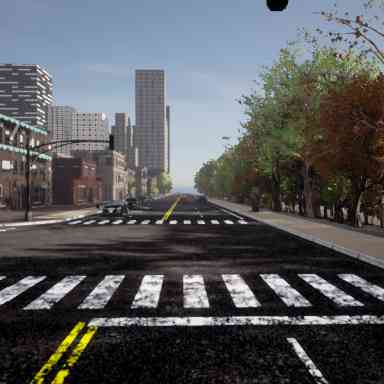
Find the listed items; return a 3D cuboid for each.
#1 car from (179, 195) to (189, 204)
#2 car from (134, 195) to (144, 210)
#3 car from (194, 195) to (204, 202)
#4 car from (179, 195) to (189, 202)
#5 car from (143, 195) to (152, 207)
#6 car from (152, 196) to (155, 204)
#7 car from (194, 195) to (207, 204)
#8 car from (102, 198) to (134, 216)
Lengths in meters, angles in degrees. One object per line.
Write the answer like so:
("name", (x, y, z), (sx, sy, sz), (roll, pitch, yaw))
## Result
("car", (-1.516, 1.537, 62.749), (1.994, 1.385, 4.181), (0, 0, -1))
("car", (-7.600, 1.488, 42.022), (1.837, 1.490, 4.892), (0, 0, -1))
("car", (1.490, 1.467, 73.008), (1.837, 1.490, 4.892), (0, 0, -1))
("car", (-1.758, 1.339, 72.749), (2.033, 1.411, 5.357), (0, 0, -1))
("car", (-7.834, 1.331, 51.717), (2.097, 1.767, 4.553), (0, 0, -1))
("car", (-8.041, 1.465, 61.980), (2.128, 1.511, 4.902), (0, 0, -1))
("car", (1.835, 1.451, 62.902), (1.882, 1.535, 5.008), (0, 0, -1))
("car", (-7.375, 1.479, 32.464), (2.128, 1.511, 4.902), (0, 0, -1))
